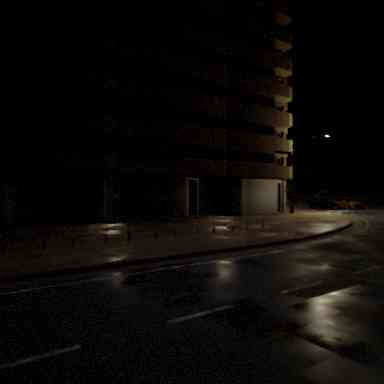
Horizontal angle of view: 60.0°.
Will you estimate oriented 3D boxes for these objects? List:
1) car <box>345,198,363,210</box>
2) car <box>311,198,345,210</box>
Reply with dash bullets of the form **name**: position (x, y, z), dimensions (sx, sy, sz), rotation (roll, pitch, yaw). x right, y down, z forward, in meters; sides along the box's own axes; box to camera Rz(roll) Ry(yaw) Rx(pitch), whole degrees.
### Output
- **car**: position (20.509, 1.529, 44.260), dimensions (1.882, 1.535, 5.008), rotation (0, 0, -11)
- **car**: position (17.204, 1.573, 42.977), dimensions (1.812, 1.442, 4.674), rotation (0, 0, -9)
